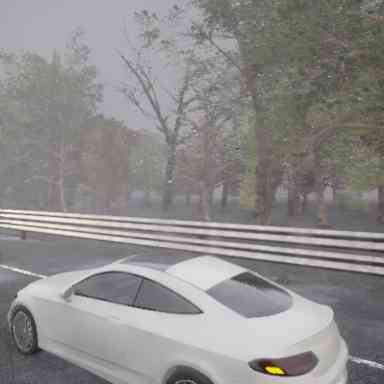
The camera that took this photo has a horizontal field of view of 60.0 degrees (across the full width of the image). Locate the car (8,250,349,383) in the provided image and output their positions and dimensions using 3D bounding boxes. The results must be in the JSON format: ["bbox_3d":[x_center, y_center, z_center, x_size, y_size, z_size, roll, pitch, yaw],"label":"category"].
[{"bbox_3d":[-0.529,1.527,4.367,4.674,1.442,1.812,0,0,35],"label":"car"}]
